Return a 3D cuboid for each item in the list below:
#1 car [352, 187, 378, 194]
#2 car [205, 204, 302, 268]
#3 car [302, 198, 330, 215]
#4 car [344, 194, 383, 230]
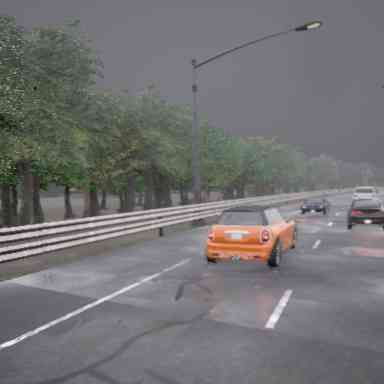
[{"bbox_3d":[17.815,0.474,34.305,2.150,2.045,5.566,-2,1,28],"label":"car"},{"bbox_3d":[2.148,1.216,11.094,2.097,1.767,4.553,-2,0,26],"label":"car"},{"bbox_3d":[10.250,1.120,27.400,1.895,1.301,4.718,-2,0,27],"label":"car"},{"bbox_3d":[9.391,1.106,17.941,1.837,1.490,4.892,-2,1,26],"label":"car"}]
